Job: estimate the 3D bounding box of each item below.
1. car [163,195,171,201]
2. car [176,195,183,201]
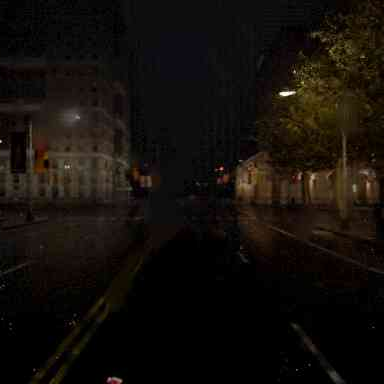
[{"bbox_3d":[-6.904,1.695,92.338,1.837,1.490,4.892,0,0,1],"label":"car"},{"bbox_3d":[-3.404,1.695,92.310,1.837,1.490,4.892,0,0,1],"label":"car"}]
